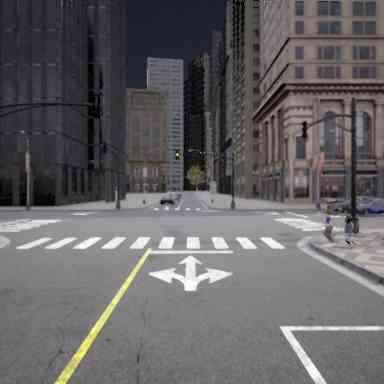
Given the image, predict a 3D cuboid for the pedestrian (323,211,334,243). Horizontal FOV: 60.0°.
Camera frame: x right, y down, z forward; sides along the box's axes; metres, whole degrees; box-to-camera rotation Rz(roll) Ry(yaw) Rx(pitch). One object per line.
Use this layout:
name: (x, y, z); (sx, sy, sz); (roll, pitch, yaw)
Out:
pedestrian: (5.311, 1.273, 12.765); (0.375, 1.300, 0.375); (0, 0, 0)

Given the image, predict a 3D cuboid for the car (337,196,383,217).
car: (14.993, 1.206, 26.771); (5.357, 1.411, 2.033); (0, 0, 0)

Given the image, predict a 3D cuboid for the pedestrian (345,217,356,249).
pedestrian: (5.489, 1.011, 11.566); (0.375, 1.860, 0.375); (0, 0, 0)

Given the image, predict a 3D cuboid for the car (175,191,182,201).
car: (-3.243, 0.887, 61.454); (2.128, 1.511, 4.902); (0, 0, 0)

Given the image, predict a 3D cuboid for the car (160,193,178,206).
car: (-3.214, 1.149, 44.101); (1.895, 1.301, 4.718); (0, 1, 0)

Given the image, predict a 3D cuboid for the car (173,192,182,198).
car: (-3.279, 0.649, 76.775); (1.837, 1.490, 4.892); (0, 0, 0)

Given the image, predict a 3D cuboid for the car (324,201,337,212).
car: (14.511, 1.136, 30.067); (4.902, 1.511, 2.128); (-1, 0, -2)
